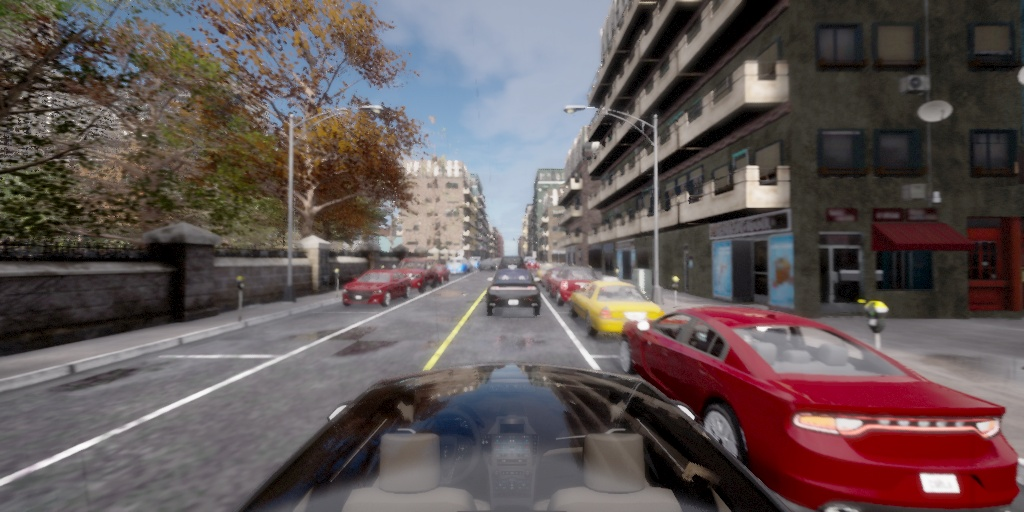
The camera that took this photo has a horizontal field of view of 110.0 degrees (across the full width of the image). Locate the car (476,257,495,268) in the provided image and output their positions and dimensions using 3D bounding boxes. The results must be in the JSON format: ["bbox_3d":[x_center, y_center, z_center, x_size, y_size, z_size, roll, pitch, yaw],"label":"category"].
[{"bbox_3d":[-3.100,1.209,45.172,1.882,1.535,5.008,0,0,0],"label":"car"}]

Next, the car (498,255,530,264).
[{"bbox_3d":[0.057,0.962,28.216,2.150,2.045,5.566,0,0,0],"label":"car"}]

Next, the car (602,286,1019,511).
[{"bbox_3d":[2.691,1.294,4.493,1.888,1.381,4.507,0,0,0],"label":"car"}]

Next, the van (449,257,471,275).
[{"bbox_3d":[-5.704,1.075,37.634,1.690,1.789,3.998,0,0,0],"label":"van"}]

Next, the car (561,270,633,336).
[{"bbox_3d":[2.690,1.272,10.188,1.751,1.417,4.829,0,0,0],"label":"car"}]

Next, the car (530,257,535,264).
[{"bbox_3d":[2.653,1.170,48.681,1.967,1.591,4.097,0,0,0],"label":"car"}]

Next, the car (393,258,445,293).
[{"bbox_3d":[-5.693,1.056,21.063,2.192,1.841,5.009,0,0,0],"label":"car"}]

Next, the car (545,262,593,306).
[{"bbox_3d":[2.689,1.184,15.542,1.967,1.591,4.097,0,0,0],"label":"car"}]

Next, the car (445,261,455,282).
[{"bbox_3d":[-5.694,1.284,26.587,1.888,1.381,4.507,0,0,0],"label":"car"}]

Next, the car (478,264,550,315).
[{"bbox_3d":[0.061,1.234,13.554,2.128,1.511,4.902,0,0,0],"label":"car"}]

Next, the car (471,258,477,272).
[{"bbox_3d":[-5.680,1.298,43.157,1.948,1.339,4.313,0,0,0],"label":"car"}]

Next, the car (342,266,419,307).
[{"bbox_3d":[-5.691,1.288,15.540,1.888,1.381,4.507,0,0,0],"label":"car"}]

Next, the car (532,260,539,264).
[{"bbox_3d":[2.687,1.265,26.758,1.751,1.417,4.829,0,0,0],"label":"car"}]
